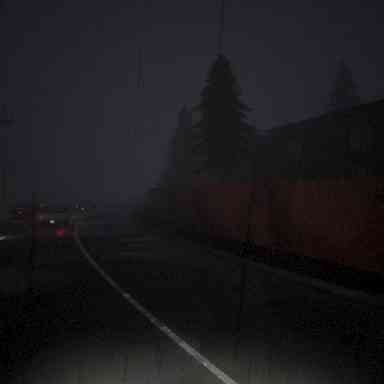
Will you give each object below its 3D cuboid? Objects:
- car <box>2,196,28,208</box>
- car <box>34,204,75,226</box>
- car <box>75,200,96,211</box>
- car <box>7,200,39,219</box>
[{"bbox_3d":[-28.665,1.587,54.050,2.097,1.767,4.553,-1,0,-6],"label":"car"},{"bbox_3d":[-9.810,1.668,24.018,1.895,1.301,4.718,-1,0,-16],"label":"car"},{"bbox_3d":[-12.966,1.666,40.802,1.895,1.301,4.718,-1,0,-7],"label":"car"},{"bbox_3d":[-14.973,1.595,30.560,1.882,1.535,5.008,-1,0,-11],"label":"car"}]
